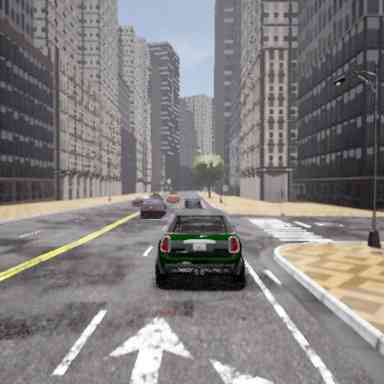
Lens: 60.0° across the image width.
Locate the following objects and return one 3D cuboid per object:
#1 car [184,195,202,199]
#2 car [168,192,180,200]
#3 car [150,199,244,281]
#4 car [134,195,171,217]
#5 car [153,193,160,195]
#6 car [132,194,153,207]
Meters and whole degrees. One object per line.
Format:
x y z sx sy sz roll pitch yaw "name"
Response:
0.093 1.116 39.510 2.128 1.511 4.902 0 1 0 "car"
-3.159 0.797 58.465 2.097 1.767 4.553 0 1 0 "car"
0.310 1.261 9.730 2.097 1.767 4.553 0 0 4 "car"
-3.152 1.247 27.855 2.033 1.411 5.357 0 0 0 "car"
-6.542 0.951 60.500 1.812 1.442 4.674 0 1 1 "car"
-6.593 1.188 43.288 1.895 1.301 4.718 0 1 0 "car"
